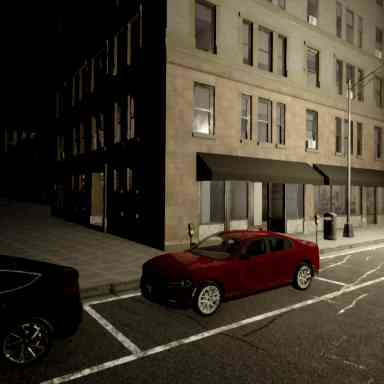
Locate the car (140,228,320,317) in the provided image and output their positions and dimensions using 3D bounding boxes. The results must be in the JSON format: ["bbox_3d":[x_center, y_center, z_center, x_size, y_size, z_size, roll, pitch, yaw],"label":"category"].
[{"bbox_3d":[1.017,1.545,7.477,4.507,1.381,1.887,0,1,-35],"label":"car"}]

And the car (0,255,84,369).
[{"bbox_3d":[-3.604,1.566,4.187,4.313,1.339,1.947,0,1,-35],"label":"car"}]
